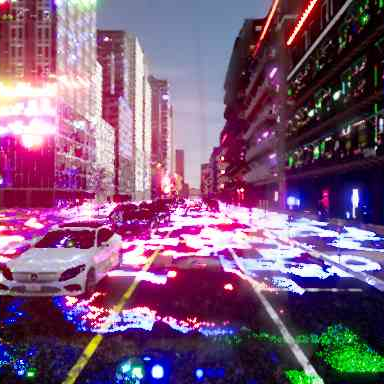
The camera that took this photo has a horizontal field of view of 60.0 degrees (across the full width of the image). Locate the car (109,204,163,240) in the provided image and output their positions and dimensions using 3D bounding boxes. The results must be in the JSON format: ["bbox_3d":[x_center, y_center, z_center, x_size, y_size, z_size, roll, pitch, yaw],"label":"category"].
[{"bbox_3d":[-2.945,1.646,18.154,1.882,1.535,5.008,0,-1,1],"label":"car"}]

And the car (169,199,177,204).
[{"bbox_3d":[-4.904,2.490,88.013,1.802,1.307,4.206,0,-1,1],"label":"car"}]

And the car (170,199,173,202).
[{"bbox_3d":[-5.157,2.149,60.352,2.008,1.369,4.403,0,-1,1],"label":"car"}]

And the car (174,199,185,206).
[{"bbox_3d":[-2.376,2.217,70.279,1.812,1.442,4.674,0,-1,1],"label":"car"}]

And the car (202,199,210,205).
[{"bbox_3d":[3.425,2.463,82.403,1.802,1.307,4.206,0,-1,1],"label":"car"}]

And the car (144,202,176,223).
[{"bbox_3d":[-2.803,1.825,28.822,2.033,1.411,5.357,0,-1,1],"label":"car"}]

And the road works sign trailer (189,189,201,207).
[{"bbox_3d":[0.581,1.140,65.045,2.380,3.560,2.880,0,-1,1],"label":"road works sign trailer"}]

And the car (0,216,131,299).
[{"bbox_3d":[-3.039,1.599,8.758,1.812,1.442,4.674,0,-1,1],"label":"car"}]

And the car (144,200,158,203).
[{"bbox_3d":[-5.361,1.887,38.055,1.752,1.417,4.829,0,-1,1],"label":"car"}]

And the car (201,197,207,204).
[{"bbox_3d":[3.325,2.197,71.340,1.967,1.590,4.097,0,-1,1],"label":"car"}]

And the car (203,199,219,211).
[{"bbox_3d":[3.122,2.068,49.211,2.008,1.369,4.403,0,-1,1],"label":"car"}]

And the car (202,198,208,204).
[{"bbox_3d":[3.172,2.127,54.743,2.008,1.369,4.403,0,-1,1],"label":"car"}]

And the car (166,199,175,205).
[{"bbox_3d":[-5.006,2.305,76.779,1.752,1.417,4.829,0,-1,1],"label":"car"}]

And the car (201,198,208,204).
[{"bbox_3d":[3.527,2.448,93.468,1.967,1.590,4.097,0,-1,1],"label":"car"}]

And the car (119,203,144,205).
[{"bbox_3d":[-5.461,1.688,27.161,1.967,1.590,4.097,0,-1,1],"label":"car"}]

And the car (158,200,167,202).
[{"bbox_3d":[-5.259,2.031,49.289,2.008,1.369,4.403,0,-1,1],"label":"car"}]

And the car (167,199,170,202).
[{"bbox_3d":[-5.207,1.979,54.822,1.967,1.590,4.097,0,-1,1],"label":"car"}]

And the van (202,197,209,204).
[{"bbox_3d":[3.477,2.286,87.937,1.690,1.788,3.998,0,-1,1],"label":"van"}]
